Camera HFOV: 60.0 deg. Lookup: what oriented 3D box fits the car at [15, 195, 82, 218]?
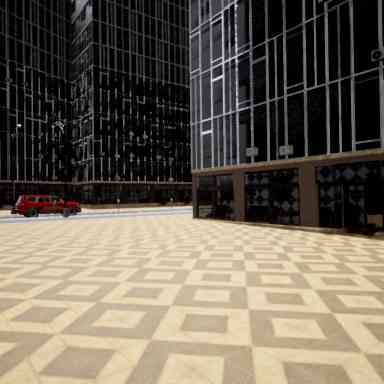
[{"bbox_3d":[-11.772,1.189,27.332,5.009,1.841,2.192,0,-1,-37],"label":"car"}]
